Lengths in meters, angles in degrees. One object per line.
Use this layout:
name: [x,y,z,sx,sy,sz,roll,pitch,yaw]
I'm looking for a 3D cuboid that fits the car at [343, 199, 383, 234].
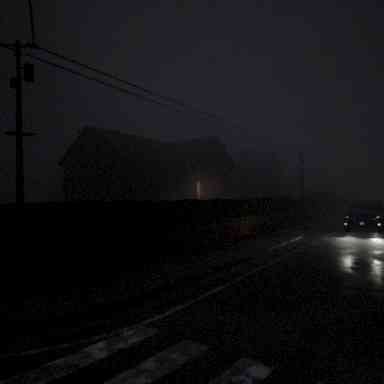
car: [11.616,1.531,22.128,2.150,2.045,5.566,-2,-2,33]
